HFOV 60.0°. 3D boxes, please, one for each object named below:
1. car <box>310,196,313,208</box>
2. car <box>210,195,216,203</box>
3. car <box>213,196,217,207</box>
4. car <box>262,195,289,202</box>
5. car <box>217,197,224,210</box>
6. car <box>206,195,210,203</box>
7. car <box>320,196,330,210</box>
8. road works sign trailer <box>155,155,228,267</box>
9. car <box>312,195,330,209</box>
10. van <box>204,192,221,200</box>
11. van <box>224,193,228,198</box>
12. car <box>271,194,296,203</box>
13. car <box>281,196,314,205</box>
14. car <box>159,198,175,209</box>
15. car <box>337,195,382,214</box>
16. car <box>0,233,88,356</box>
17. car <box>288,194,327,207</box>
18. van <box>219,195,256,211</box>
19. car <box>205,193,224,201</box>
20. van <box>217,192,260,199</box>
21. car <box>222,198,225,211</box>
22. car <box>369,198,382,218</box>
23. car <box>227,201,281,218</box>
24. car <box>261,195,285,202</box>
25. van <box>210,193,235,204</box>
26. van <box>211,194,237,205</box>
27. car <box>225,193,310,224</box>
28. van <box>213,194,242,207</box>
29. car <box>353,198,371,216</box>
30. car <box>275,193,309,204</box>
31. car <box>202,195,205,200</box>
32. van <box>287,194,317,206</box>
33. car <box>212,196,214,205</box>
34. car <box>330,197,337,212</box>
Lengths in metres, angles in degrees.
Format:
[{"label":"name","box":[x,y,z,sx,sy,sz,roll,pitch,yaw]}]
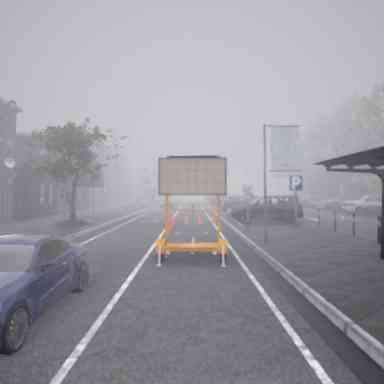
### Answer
[{"label":"car","box":[18.687,1.611,45.798,4.792,1.488,2.163,0,0,0]},{"label":"car","box":[5.629,1.564,50.698,4.892,1.521,2.231,0,0,0]},{"label":"car","box":[5.668,1.610,45.087,4.792,1.488,2.163,0,0,0]},{"label":"car","box":[18.450,1.424,73.562,5.366,1.575,1.946,0,0,0]},{"label":"car","box":[5.658,1.579,36.675,5.008,1.535,2.097,0,0,0]},{"label":"car","box":[5.578,1.283,56.304,5.566,2.045,2.435,0,0,0]},{"label":"car","box":[18.728,1.583,40.249,5.008,1.535,2.097,0,0,0]},{"label":"road works sign trailer","box":[0.029,0.519,11.692,2.380,3.560,2.880,0,0,2]},{"label":"car","box":[18.909,1.579,43.027,5.366,1.575,1.946,0,0,0]},{"label":"van","box":[5.399,1.114,87.141,4.442,1.987,1.878,0,0,0]},{"label":"van","box":[5.789,1.349,33.872,4.442,1.987,1.878,0,0,0]},{"label":"car","box":[18.683,1.336,68.012,4.553,1.767,2.185,0,0,0]},{"label":"car","box":[18.862,1.511,59.684,5.366,1.575,1.946,0,0,0]},{"label":"car","box":[-3.416,1.566,46.035,1.837,1.490,4.892,0,0,0]},{"label":"car","box":[18.720,1.326,34.697,5.566,2.045,2.435,0,0,0]},{"label":"car","box":[-3.359,1.563,6.259,1.812,1.442,4.674,0,0,0]},{"label":"car","box":[18.721,1.298,54.132,5.566,2.045,2.435,0,0,0]},{"label":"van","box":[5.764,1.356,42.284,4.442,1.987,1.878,0,0,0]},{"label":"car","box":[5.501,1.250,81.535,4.553,1.767,2.185,0,0,0]},{"label":"van","box":[5.539,1.356,39.482,4.442,1.987,1.878,0,0,0]},{"label":"car","box":[5.503,1.563,28.264,5.366,1.575,1.946,0,0,0]},{"label":"car","box":[18.771,1.568,29.145,5.008,1.535,2.097,0,0,0]},{"label":"car","box":[5.683,1.610,31.068,4.674,1.452,2.002,0,0,0]},{"label":"car","box":[18.633,1.410,76.339,4.892,1.521,2.231,0,0,0]},{"label":"van","box":[5.706,1.273,61.912,4.442,1.987,1.878,0,0,0]},{"label":"van","box":[5.715,1.291,59.109,4.442,1.987,1.878,0,0,0]},{"label":"car","box":[5.668,1.310,25.461,5.566,2.045,2.435,0,0,0]},{"label":"van","box":[5.731,1.326,53.504,4.442,1.987,1.878,0,0,0]},{"label":"car","box":[18.762,1.572,31.921,5.008,1.535,2.097,0,0,0]},{"label":"car","box":[18.697,1.245,62.458,5.566,2.045,2.435,0,0,0]},{"label":"car","box":[5.529,1.177,73.125,5.566,2.045,2.435,0,0,0]},{"label":"van","box":[18.801,1.306,56.908,4.442,1.987,1.878,0,0,0]},{"label":"car","box":[5.628,1.614,47.894,4.674,1.452,2.002,0,0,0]},{"label":"car","box":[18.735,1.582,37.471,4.892,1.521,2.231,0,0,0]}]
